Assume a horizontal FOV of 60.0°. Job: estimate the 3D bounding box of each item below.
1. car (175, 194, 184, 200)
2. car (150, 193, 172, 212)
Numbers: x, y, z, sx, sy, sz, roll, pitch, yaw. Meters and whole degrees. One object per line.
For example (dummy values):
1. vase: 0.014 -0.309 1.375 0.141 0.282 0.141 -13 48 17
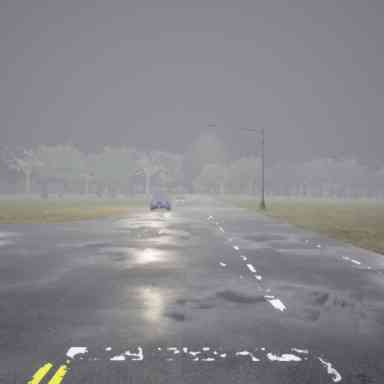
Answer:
1. car: -2.988 1.249 81.583 1.837 1.490 4.892 0 0 6
2. car: -3.526 1.142 38.464 2.150 2.045 5.566 0 0 0
